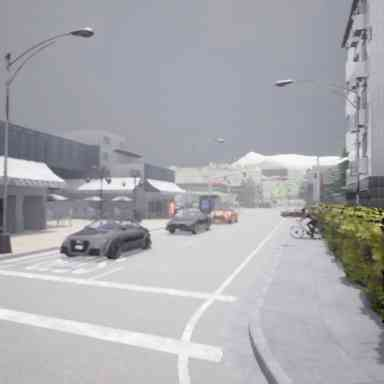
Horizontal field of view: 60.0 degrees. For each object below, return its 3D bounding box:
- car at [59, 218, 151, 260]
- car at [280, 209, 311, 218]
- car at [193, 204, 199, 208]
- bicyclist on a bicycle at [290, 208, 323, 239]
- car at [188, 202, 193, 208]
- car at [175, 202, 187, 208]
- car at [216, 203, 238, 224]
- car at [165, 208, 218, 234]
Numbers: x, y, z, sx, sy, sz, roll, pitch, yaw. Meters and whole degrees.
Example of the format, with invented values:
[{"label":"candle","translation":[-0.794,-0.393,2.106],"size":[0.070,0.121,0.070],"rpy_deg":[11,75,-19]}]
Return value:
[{"label":"car","translation":[-3.232,1.756,13.217],"size":[1.994,1.385,4.181],"rpy_deg":[0,-2,18]},{"label":"car","translation":[14.776,3.025,47.146],"size":[4.718,1.301,1.895],"rpy_deg":[2,-1,-32]},{"label":"car","translation":[2.422,3.616,80.018],"size":[2.007,1.523,4.514],"rpy_deg":[0,-2,18]},{"label":"bicyclist on a bicycle","translation":[6.037,1.680,17.514],"size":[1.656,1.620,0.582],"rpy_deg":[0,-2,18]},{"label":"car","translation":[-1.107,3.721,91.679],"size":[1.932,1.855,4.605],"rpy_deg":[0,-2,18]},{"label":"car","translation":[-3.228,3.352,74.440],"size":[1.970,1.475,3.806],"rpy_deg":[0,-2,18]},{"label":"car","translation":[3.118,2.140,32.635],"size":[2.097,1.767,4.553],"rpy_deg":[0,-2,18]},{"label":"car","translation":[-0.054,2.038,22.954],"size":[2.033,1.411,5.357],"rpy_deg":[0,-2,18]}]
